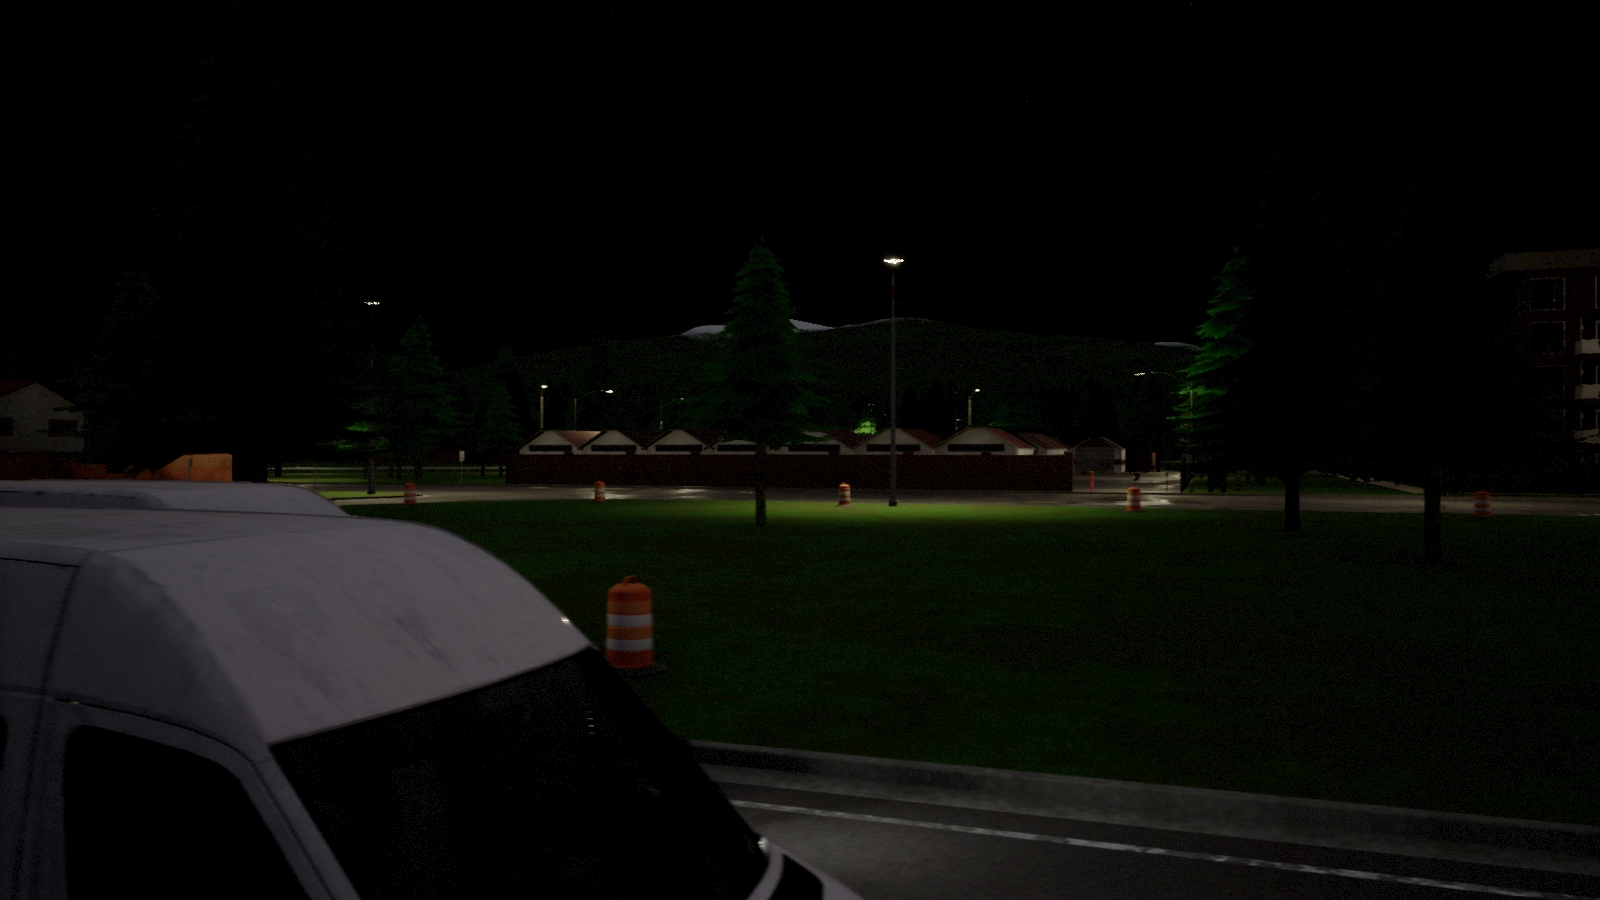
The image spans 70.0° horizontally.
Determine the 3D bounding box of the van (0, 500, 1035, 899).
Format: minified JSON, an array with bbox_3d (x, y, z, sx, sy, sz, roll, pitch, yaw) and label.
[{"bbox_3d":[-2.285,1.535,4.135,5.915,2.561,1.988,0,0,20],"label":"van"}]
